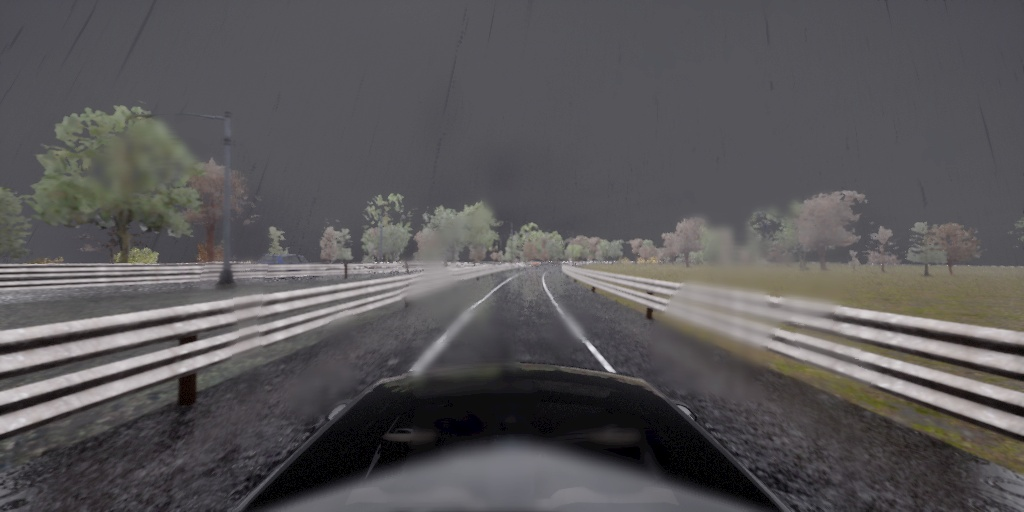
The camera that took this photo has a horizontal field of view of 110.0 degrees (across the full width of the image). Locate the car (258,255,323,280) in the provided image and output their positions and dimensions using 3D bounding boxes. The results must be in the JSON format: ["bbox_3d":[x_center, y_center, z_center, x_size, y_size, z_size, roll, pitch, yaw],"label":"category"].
[{"bbox_3d":[-19.647,0.950,32.071,2.150,2.045,5.566,0,-1,15],"label":"car"}]

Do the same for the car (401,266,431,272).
[{"bbox_3d":[-13.837,1.648,53.036,1.895,1.301,4.718,0,-1,16],"label":"car"}]

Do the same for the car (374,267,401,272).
[{"bbox_3d":[-17.764,1.638,52.071,1.895,1.301,4.718,0,-1,16],"label":"car"}]
